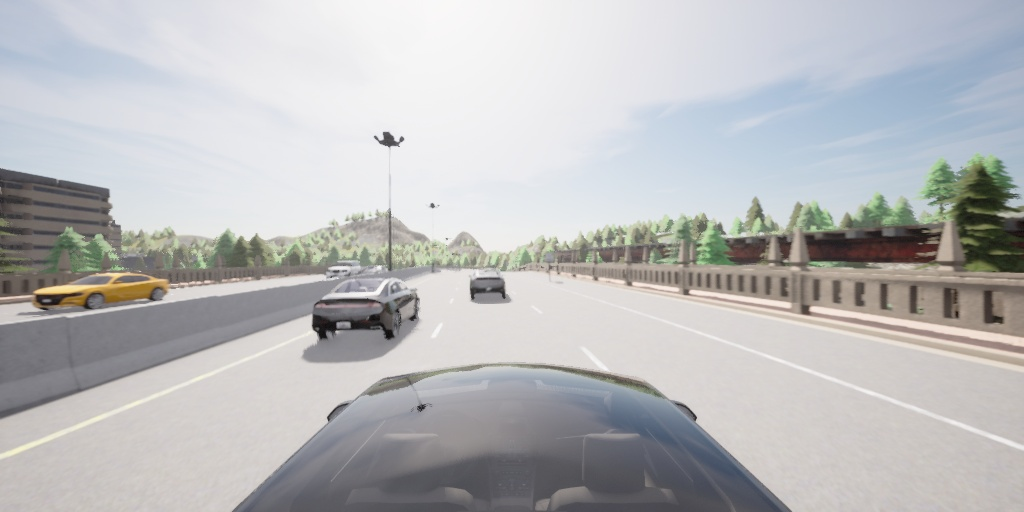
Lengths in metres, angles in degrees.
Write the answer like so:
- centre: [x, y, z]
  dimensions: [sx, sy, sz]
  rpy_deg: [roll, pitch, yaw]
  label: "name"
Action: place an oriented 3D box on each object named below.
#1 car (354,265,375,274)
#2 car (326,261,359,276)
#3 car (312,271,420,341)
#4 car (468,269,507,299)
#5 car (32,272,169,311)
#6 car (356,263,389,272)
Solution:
- centre: [-23.601, 2.228, 57.554]
  dimensions: [1.994, 1.385, 4.181]
  rpy_deg: [0, -2, -6]
  label: "car"
- centre: [-17.850, 1.520, 38.412]
  dimensions: [2.150, 2.045, 5.566]
  rpy_deg: [0, -1, -7]
  label: "car"
- centre: [-3.938, 1.365, 10.415]
  dimensions: [2.128, 1.511, 4.902]
  rpy_deg: [0, -1, -4]
  label: "car"
- centre: [-1.396, 1.447, 19.901]
  dimensions: [2.128, 1.511, 4.902]
  rpy_deg: [0, -1, -6]
  label: "car"
- centre: [-18.808, 1.546, 16.759]
  dimensions: [1.882, 1.535, 5.008]
  rpy_deg: [0, -1, -7]
  label: "car"
- centre: [-14.221, 1.749, 37.543]
  dimensions: [2.128, 1.511, 4.902]
  rpy_deg: [0, -1, -7]
  label: "car"
